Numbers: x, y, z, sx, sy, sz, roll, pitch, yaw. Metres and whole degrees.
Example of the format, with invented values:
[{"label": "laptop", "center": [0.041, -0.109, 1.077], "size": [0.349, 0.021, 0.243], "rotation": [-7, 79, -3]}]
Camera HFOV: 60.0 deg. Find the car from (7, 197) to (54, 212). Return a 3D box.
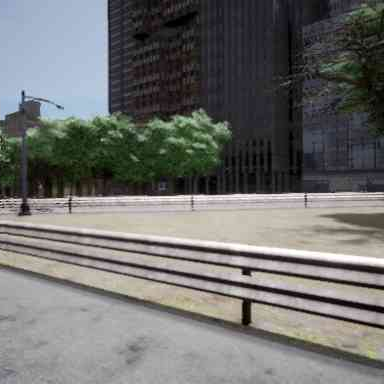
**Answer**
[{"label": "car", "center": [-16.266, 1.280, 33.569], "size": [4.674, 1.442, 1.812], "rotation": [-1, 0, 4]}]
